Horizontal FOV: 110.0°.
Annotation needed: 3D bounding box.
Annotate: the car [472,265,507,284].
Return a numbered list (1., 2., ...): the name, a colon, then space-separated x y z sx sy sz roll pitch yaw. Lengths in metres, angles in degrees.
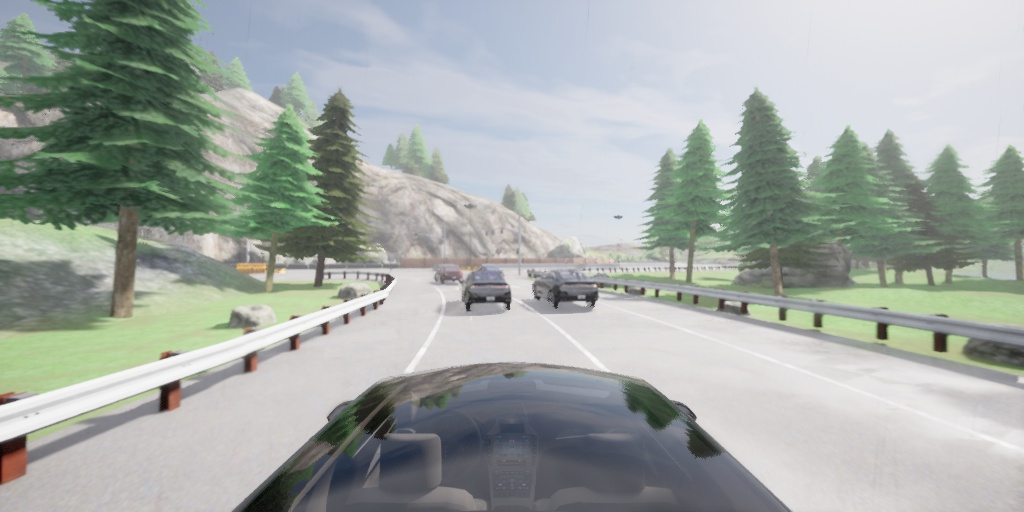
1. car: -2.085 1.586 31.922 1.812 1.442 4.674 0 0 -20

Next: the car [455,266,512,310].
1. car: -1.217 1.386 15.638 2.128 1.511 4.902 0 0 -10

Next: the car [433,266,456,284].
1. car: -5.436 1.574 30.741 1.812 1.442 4.674 0 0 -22

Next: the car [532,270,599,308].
1. car: 2.243 1.392 16.162 2.128 1.511 4.902 0 0 -10
